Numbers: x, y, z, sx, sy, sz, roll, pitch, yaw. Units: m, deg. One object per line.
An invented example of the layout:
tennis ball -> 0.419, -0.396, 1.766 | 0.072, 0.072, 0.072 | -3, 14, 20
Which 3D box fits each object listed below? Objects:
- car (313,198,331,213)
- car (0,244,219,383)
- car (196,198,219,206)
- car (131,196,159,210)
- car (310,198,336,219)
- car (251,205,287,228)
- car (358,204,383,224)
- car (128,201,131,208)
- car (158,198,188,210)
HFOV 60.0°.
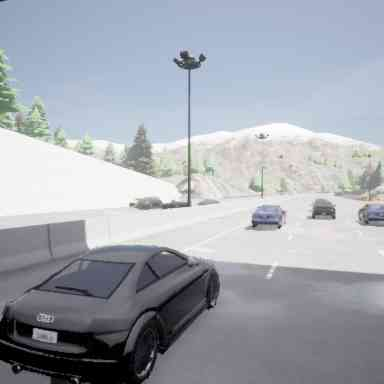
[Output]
car -> 15.111, 1.532, 38.904 | 1.837, 1.490, 4.892 | 0, 0, 20
car -> -0.933, 1.566, 5.572 | 1.994, 1.385, 4.181 | 0, 0, 20
car -> 2.232, 1.569, 44.763 | 2.033, 1.411, 5.357 | 0, 0, 21
car -> -5.603, 1.367, 43.864 | 2.097, 1.767, 4.553 | 0, 0, 21
car -> 11.587, 1.525, 29.362 | 1.837, 1.490, 4.892 | 0, 0, 20
car -> 5.220, 1.560, 22.229 | 2.033, 1.411, 5.357 | 0, 0, 20
car -> 13.584, 1.567, 24.670 | 2.033, 1.411, 5.357 | 0, 0, 20
car -> -7.466, 1.495, 48.803 | 1.882, 1.535, 5.008 | 0, 0, 21
car -> -2.216, 1.618, 42.926 | 1.895, 1.301, 4.718 | 0, 0, 21
